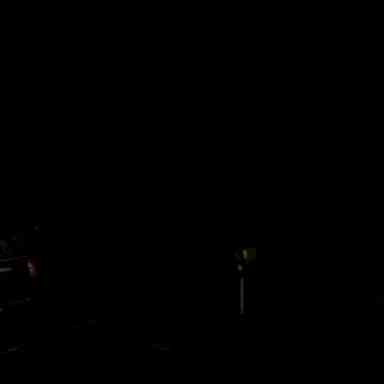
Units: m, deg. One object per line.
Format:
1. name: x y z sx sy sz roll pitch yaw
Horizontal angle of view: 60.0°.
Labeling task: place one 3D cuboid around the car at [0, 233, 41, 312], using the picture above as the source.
1. car: -4.819 1.440 6.531 4.097 1.590 1.967 0 0 36
